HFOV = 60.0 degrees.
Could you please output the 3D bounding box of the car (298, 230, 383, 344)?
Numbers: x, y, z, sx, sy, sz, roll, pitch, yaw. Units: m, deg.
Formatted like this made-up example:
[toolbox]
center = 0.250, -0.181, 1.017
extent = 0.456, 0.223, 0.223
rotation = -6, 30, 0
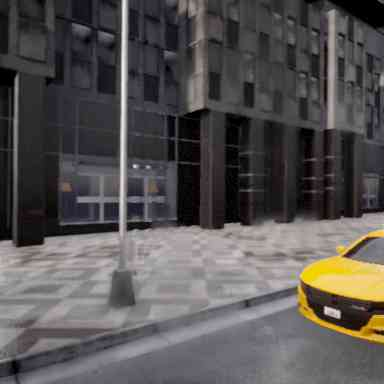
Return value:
[car]
center = 4.071, 1.472, 6.270
extent = 5.008, 1.535, 1.882
rotation = 0, 0, -35
